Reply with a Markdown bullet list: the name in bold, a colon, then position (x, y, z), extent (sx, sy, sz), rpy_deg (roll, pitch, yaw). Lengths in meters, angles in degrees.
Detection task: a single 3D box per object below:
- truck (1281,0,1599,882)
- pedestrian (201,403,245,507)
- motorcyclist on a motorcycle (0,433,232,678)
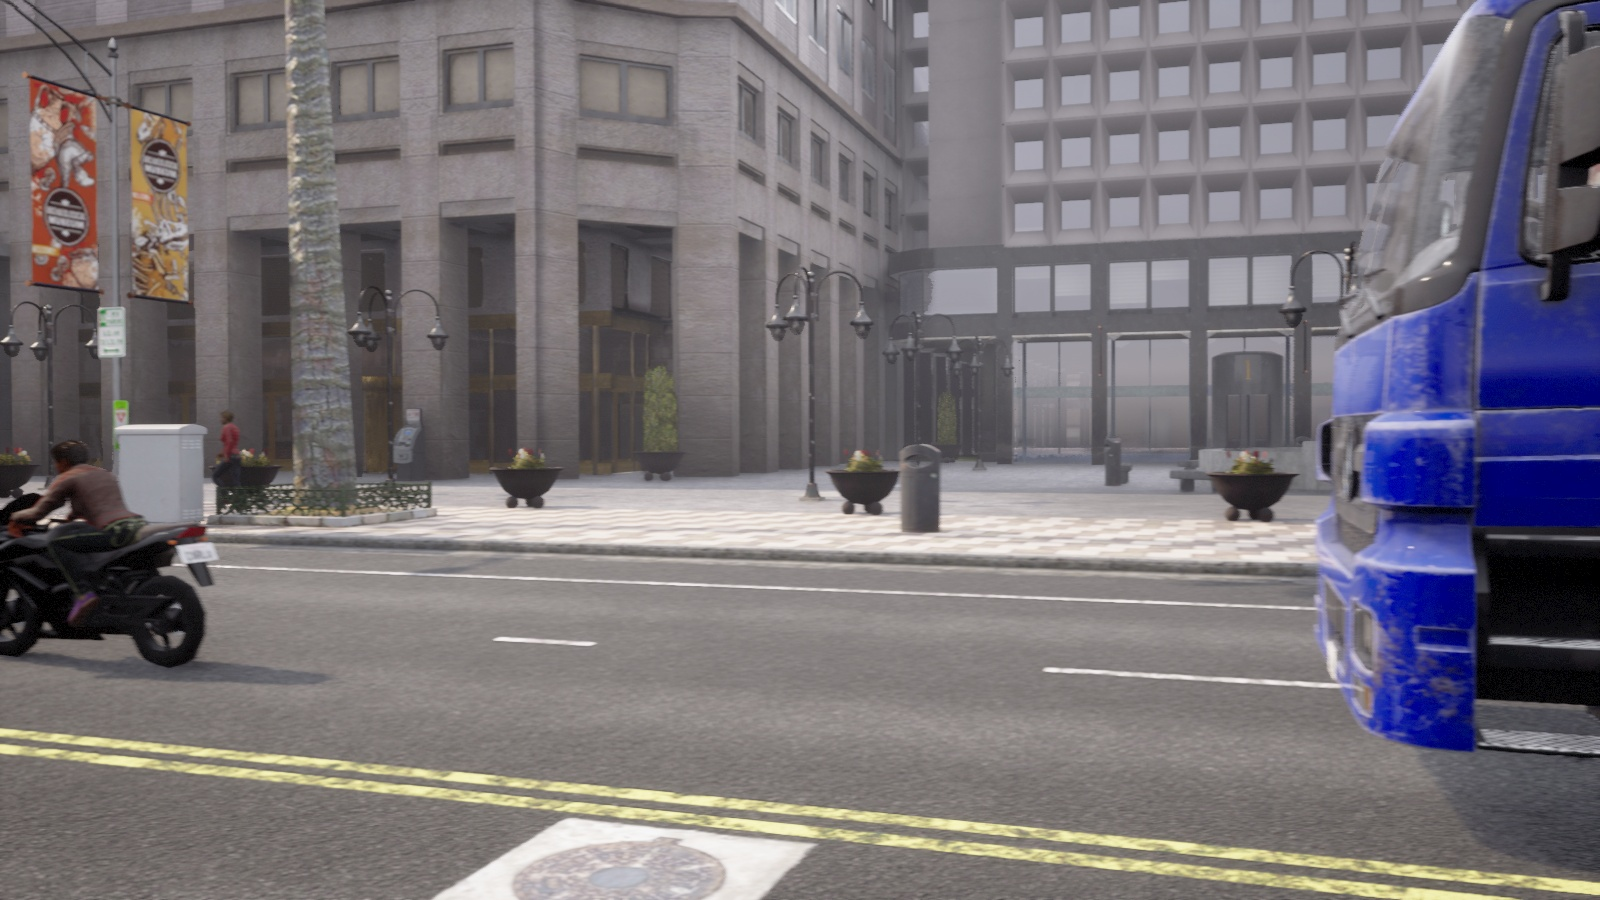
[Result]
- **truck**: position (6.175, -0.209, 4.801), extent (7.936, 3.462, 2.891), rpy_deg (1, 1, 18)
- **pedestrian**: position (-10.378, 0.082, 22.594), extent (0.636, 1.846, 0.331), rpy_deg (0, 1, 5)
- **motorcyclist on a motorcycle**: position (-4.993, 0.653, 8.549), extent (2.044, 1.523, 0.797), rpy_deg (1, 1, 18)
